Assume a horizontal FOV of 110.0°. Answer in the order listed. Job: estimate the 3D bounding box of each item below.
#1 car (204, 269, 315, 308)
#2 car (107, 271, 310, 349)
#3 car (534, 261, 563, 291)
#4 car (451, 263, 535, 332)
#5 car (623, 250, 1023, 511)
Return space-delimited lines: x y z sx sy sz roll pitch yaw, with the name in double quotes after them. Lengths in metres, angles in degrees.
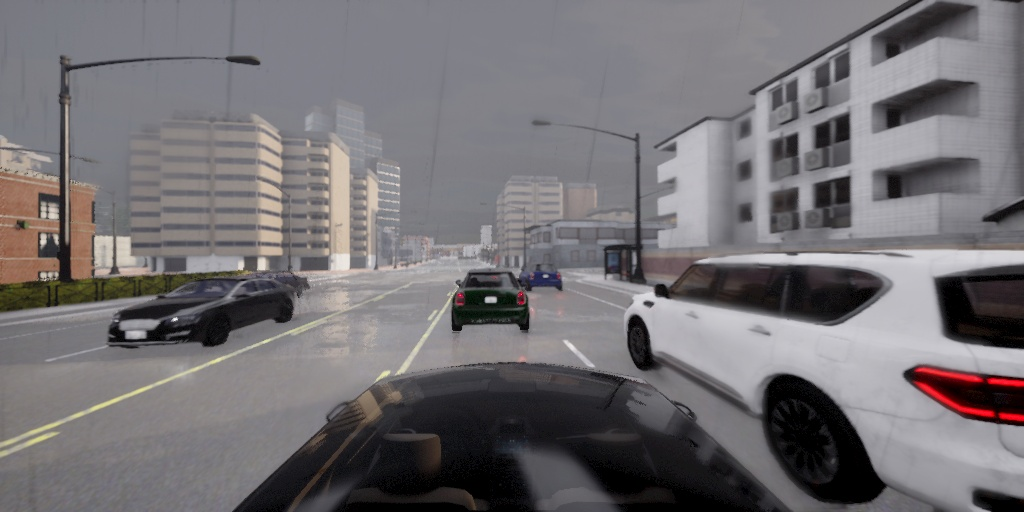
-11.959 1.435 17.603 2.033 1.411 5.357 0 0 -5 "car"
-7.729 1.321 9.599 2.128 1.511 4.902 0 0 -5 "car"
1.722 1.182 22.640 2.097 1.767 4.553 0 0 -6 "car"
-0.712 1.149 11.292 2.097 1.767 4.553 0 0 -5 "car"
3.362 0.966 4.596 2.150 2.045 5.566 0 0 -4 "car"
